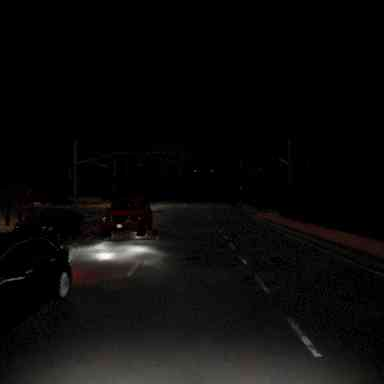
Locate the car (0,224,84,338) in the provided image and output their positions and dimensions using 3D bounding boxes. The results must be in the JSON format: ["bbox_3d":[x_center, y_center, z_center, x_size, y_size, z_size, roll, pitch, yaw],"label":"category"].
[{"bbox_3d":[-3.590,1.539,5.625,1.837,1.490,4.892,0,-1,0],"label":"car"}]

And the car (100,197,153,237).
[{"bbox_3d":[-3.525,1.335,18.969,2.150,2.045,5.566,0,-1,0],"label":"car"}]

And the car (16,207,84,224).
[{"bbox_3d":[-7.048,1.574,16.881,1.882,1.535,5.008,0,0,1],"label":"car"}]
